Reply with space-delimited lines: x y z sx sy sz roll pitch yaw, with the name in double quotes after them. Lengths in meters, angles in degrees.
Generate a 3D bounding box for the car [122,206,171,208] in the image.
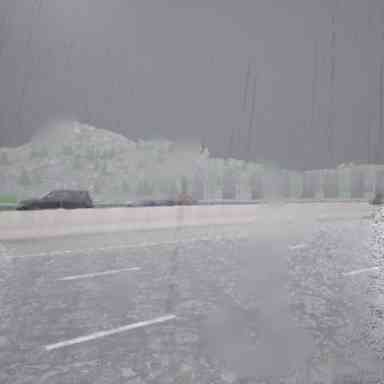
-3.408 1.277 22.663 4.181 1.385 1.994 0 1 -32 "car"

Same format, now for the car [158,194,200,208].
-1.406 0.936 36.166 4.181 1.385 1.994 0 1 -30 "car"

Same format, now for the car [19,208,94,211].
-10.665 0.834 26.292 5.566 2.045 2.150 0 0 -33 "car"
